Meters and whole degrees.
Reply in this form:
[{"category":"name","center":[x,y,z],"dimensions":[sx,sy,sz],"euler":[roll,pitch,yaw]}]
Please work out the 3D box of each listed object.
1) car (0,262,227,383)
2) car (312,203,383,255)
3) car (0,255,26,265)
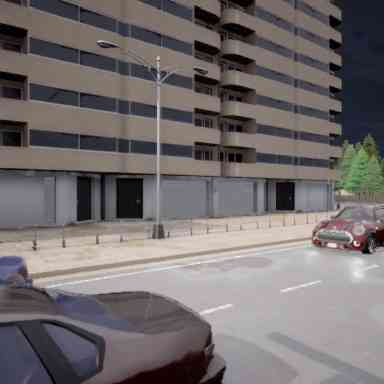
[{"category":"car","center":[-2.216,1.548,2.397],"dimensions":[5.357,1.411,2.033],"euler":[0,0,-36]},{"category":"car","center":[6.888,1.352,13.499],"dimensions":[4.553,1.767,2.097],"euler":[0,0,-37]},{"category":"car","center":[-4.865,1.525,4.803],"dimensions":[4.674,1.442,1.812],"euler":[0,0,-36]}]
